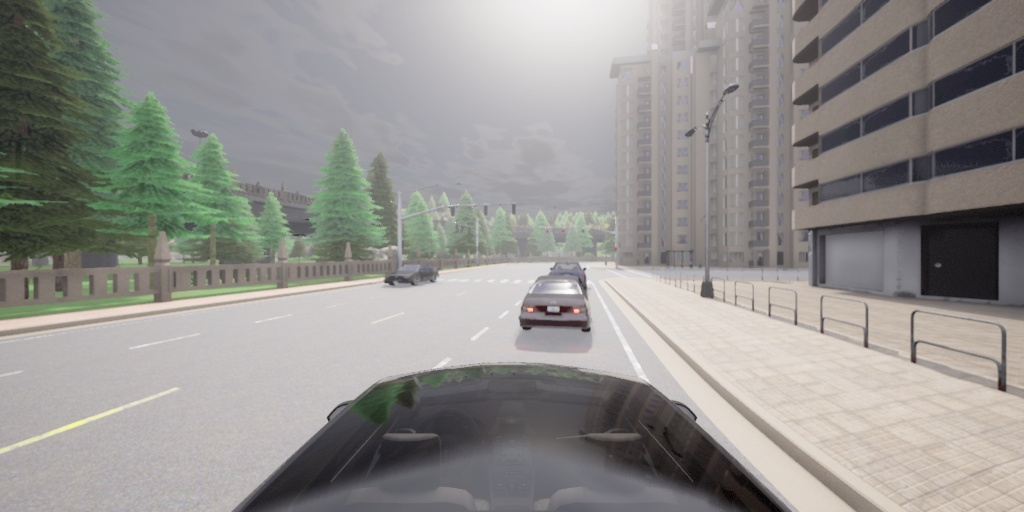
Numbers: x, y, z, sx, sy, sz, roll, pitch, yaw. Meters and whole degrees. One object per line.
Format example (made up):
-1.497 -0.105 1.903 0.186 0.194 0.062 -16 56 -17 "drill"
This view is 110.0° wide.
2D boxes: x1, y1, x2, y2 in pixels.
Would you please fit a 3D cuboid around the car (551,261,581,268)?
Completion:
3.235 1.067 20.833 2.097 1.767 4.553 0 0 10 "car"

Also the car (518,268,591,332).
1.397 1.281 10.829 2.033 1.411 5.357 0 0 10 "car"

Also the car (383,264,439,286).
-6.802 1.255 25.038 2.033 1.411 5.357 0 0 10 "car"
